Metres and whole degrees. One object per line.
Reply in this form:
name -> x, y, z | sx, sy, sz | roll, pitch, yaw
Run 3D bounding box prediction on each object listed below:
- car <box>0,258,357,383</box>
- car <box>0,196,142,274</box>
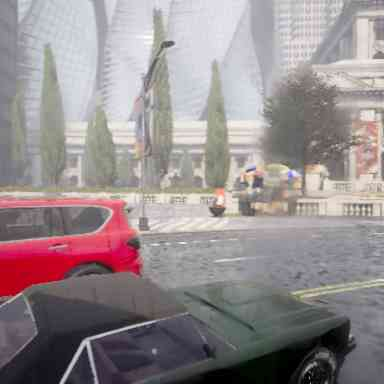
car -> -0.514, 1.550, 3.269 | 4.718, 1.301, 1.895 | 0, 1, -32
car -> -3.567, 1.114, 5.645 | 5.566, 2.045, 2.150 | 0, 1, -33
